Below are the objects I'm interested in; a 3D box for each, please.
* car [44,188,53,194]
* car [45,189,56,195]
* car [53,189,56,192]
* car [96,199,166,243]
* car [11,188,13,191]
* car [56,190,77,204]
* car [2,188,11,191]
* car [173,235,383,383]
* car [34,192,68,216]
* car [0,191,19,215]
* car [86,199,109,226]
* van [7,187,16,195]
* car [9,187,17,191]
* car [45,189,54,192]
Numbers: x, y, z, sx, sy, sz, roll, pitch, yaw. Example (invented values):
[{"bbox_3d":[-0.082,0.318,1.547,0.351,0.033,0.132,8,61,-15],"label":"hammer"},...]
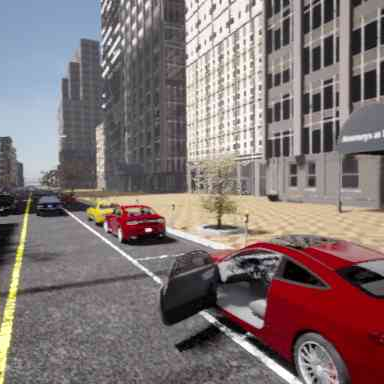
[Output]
[{"bbox_3d":[-36.794,-0.211,85.250,2.008,1.369,4.403,-2,2,-26],"label":"car"},{"bbox_3d":[-31.901,-0.006,75.082,2.008,1.369,4.403,-2,2,-26],"label":"car"},{"bbox_3d":[-24.562,0.301,59.830,2.008,1.369,4.403,-2,2,-26],"label":"car"},{"bbox_3d":[-2.545,1.200,14.075,1.887,1.381,4.507,-2,2,-26],"label":"car"},{"bbox_3d":[-34.550,0.432,61.267,1.802,1.307,4.206,-2,2,-26],"label":"car"},{"bbox_3d":[-14.777,0.700,39.495,1.887,1.381,4.507,-2,2,-26],"label":"car"},{"bbox_3d":[-32.032,0.480,56.030,1.752,1.417,4.829,-2,2,-26],"label":"car"},{"bbox_3d":[1.502,1.366,4.901,1.812,1.442,4.674,-2,2,-26],"label":"car"},{"bbox_3d":[-11.209,1.009,26.027,2.033,1.411,5.357,-2,2,-25],"label":"car"},{"bbox_3d":[-14.943,0.977,26.541,1.882,1.535,5.008,-2,2,-25],"label":"car"},{"bbox_3d":[-5.065,1.078,19.311,1.752,1.417,4.829,-2,2,-26],"label":"car"},{"bbox_3d":[-44.338,-0.219,81.590,1.690,1.788,3.998,-2,2,-26],"label":"van"},{"bbox_3d":[-39.448,-0.040,71.424,2.192,1.841,5.009,-2,2,-26],"label":"car"},{"bbox_3d":[-19.493,0.684,43.296,1.994,1.385,4.181,-2,2,-25],"label":"car"}]
